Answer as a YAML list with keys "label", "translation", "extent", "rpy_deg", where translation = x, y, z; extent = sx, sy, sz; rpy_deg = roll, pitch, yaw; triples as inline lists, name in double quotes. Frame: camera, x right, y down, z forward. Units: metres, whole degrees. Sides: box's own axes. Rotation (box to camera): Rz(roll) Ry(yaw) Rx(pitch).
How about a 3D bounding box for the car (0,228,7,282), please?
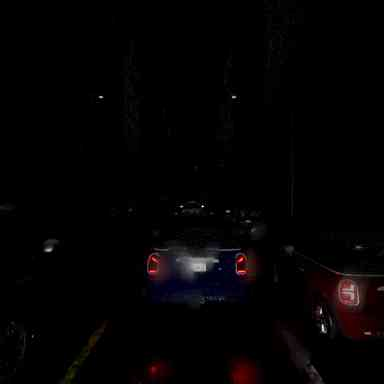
- label: "car"
  translation: [-5.669, 1.582, 6.449]
  extent: [1.802, 1.307, 4.206]
  rpy_deg: [0, 0, 0]

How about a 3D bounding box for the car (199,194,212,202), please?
- label: "car"
  translation: [2.912, 1.484, 65.541]
  extent: [1.967, 1.590, 4.097]
  rpy_deg: [0, 0, 0]

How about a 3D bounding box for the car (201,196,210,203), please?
- label: "car"
  translation: [2.924, 1.579, 71.120]
  extent: [1.752, 1.417, 4.829]
  rpy_deg: [0, 0, 0]

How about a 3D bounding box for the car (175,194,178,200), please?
- label: "car"
  translation: [-5.554, 1.637, 92.430]
  extent: [1.752, 1.417, 4.829]
  rpy_deg: [0, 0, 0]

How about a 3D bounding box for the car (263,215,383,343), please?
- label: "car"
  translation: [2.856, 1.440, 6.445]
  extent: [1.967, 1.590, 4.097]
  rpy_deg: [0, 0, 0]

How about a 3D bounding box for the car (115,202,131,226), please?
- label: "car"
  translation: [-5.663, 1.584, 22.953]
  extent: [1.802, 1.307, 4.206]
  rpy_deg: [0, 0, 0]

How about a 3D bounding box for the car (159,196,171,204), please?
- label: "car"
  translation: [-5.613, 1.626, 65.557]
  extent: [1.802, 1.307, 4.206]
  rpy_deg: [0, 0, 0]

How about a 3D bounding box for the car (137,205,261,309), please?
- label: "car"
  translation: [0.102, 1.352, 8.015]
  extent: [2.097, 1.767, 4.553]
  rpy_deg: [0, 0, 0]

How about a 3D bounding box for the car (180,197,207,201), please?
- label: "car"
  translation: [0.010, 1.460, 27.317]
  extent: [1.801, 1.575, 5.366]
  rpy_deg: [0, 0, 0]

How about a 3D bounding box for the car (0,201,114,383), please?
- label: "car"
  translation: [-3.100, 1.221, 5.528]
  extent: [2.150, 2.045, 5.566]
  rpy_deg: [0, 0, 0]

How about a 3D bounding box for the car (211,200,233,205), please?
- label: "car"
  translation: [2.865, 1.569, 28.451]
  extent: [1.947, 1.339, 4.313]
  rpy_deg: [0, 0, 0]

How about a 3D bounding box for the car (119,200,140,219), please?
- label: "car"
  translation: [-5.661, 1.443, 28.454]
  extent: [1.967, 1.590, 4.097]
  rpy_deg: [0, 0, 0]

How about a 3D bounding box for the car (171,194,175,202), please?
- label: "car"
  translation: [-5.588, 1.616, 76.374]
  extent: [2.008, 1.369, 4.403]
  rpy_deg: [0, 0, 0]

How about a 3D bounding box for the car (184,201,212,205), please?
- label: "car"
  translation: [0.102, 1.479, 17.295]
  extent: [1.882, 1.535, 5.008]
  rpy_deg: [0, 0, 0]

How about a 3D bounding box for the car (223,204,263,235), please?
- label: "car"
  translation: [2.860, 1.552, 17.448]
  extent: [2.008, 1.369, 4.403]
  rpy_deg: [0, 0, 0]
